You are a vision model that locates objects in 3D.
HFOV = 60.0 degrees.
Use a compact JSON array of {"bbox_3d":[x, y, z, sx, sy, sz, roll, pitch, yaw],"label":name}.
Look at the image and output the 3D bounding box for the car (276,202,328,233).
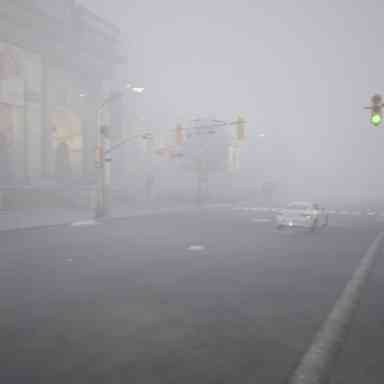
[{"bbox_3d":[5.881,1.227,17.584,1.812,1.442,4.674,1,1,32],"label":"car"}]
